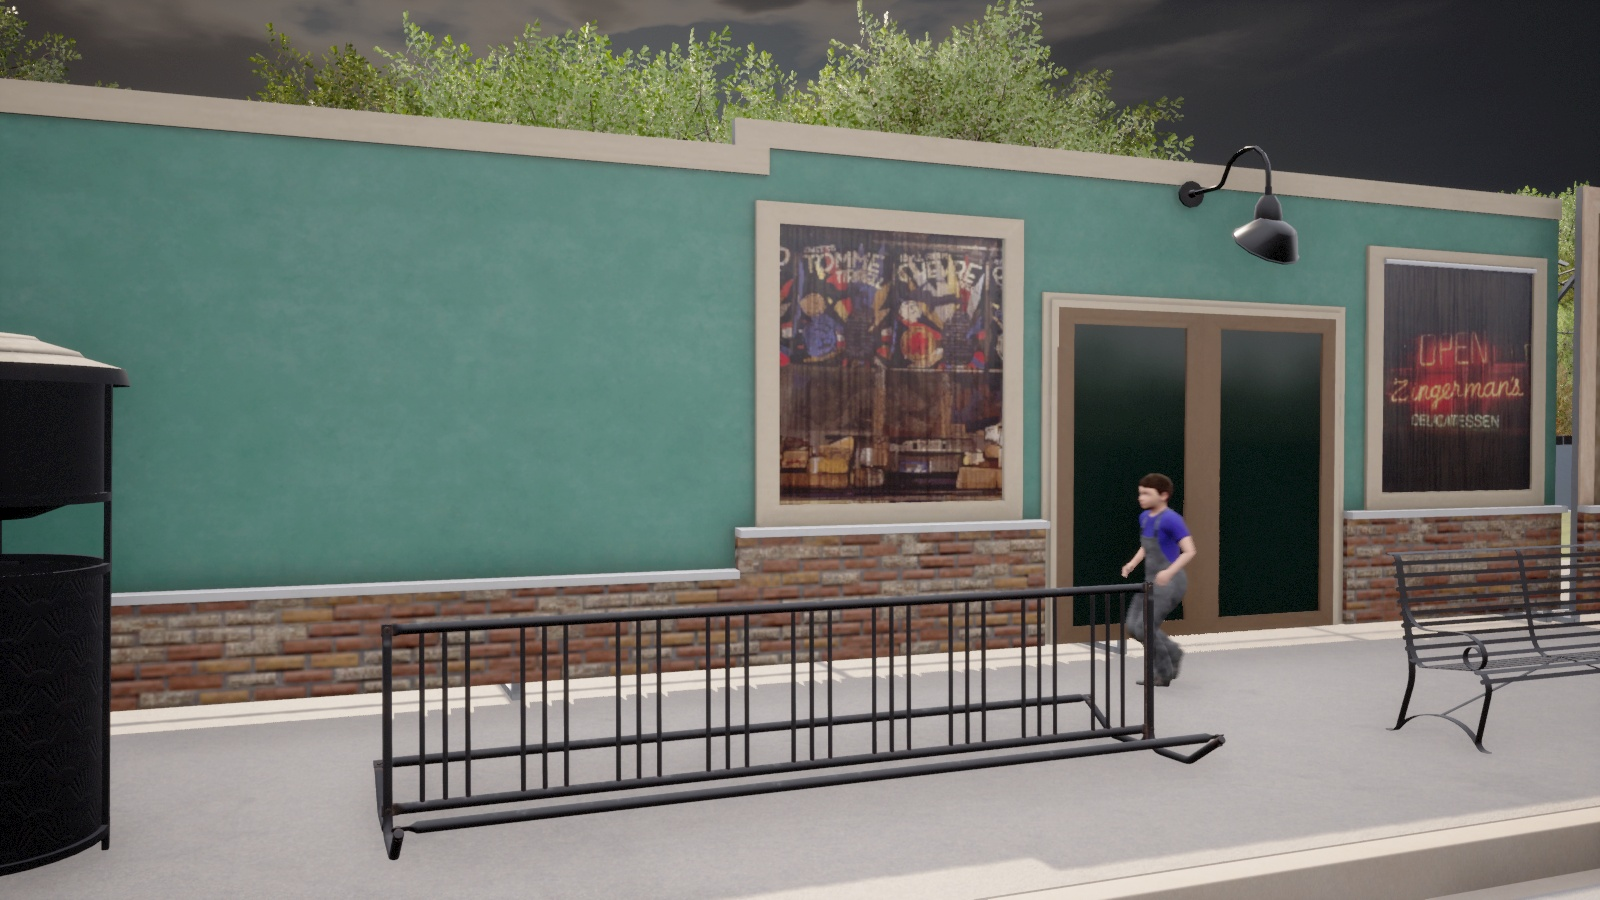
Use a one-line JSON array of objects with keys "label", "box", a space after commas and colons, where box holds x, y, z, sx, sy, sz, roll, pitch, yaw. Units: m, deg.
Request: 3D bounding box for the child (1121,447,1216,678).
[{"label": "child", "box": [2.078, 0.619, 7.087, 0.437, 1.263, 0.270, -1, 1, -13]}]
